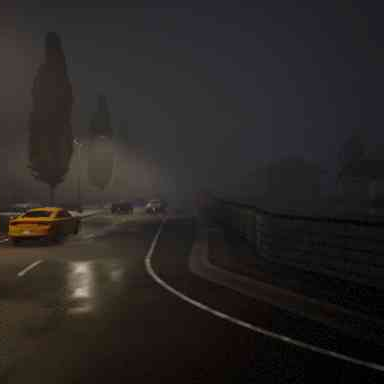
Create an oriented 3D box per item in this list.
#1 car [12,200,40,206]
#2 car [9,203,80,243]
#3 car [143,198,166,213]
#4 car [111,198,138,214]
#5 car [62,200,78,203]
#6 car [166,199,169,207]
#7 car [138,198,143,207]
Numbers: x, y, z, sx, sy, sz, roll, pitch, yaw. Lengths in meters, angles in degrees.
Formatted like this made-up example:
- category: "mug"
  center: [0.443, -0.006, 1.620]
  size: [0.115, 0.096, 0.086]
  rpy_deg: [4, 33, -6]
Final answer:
- category: "car"
  center: [-19.487, 1.627, 39.270]
  size: [1.812, 1.442, 4.674]
  rpy_deg: [0, 0, -2]
- category: "car"
  center: [-6.969, 1.521, 16.276]
  size: [1.882, 1.535, 5.008]
  rpy_deg: [0, 0, -3]
- category: "car"
  center: [-4.332, 1.639, 39.164]
  size: [1.812, 1.442, 4.674]
  rpy_deg: [0, 0, -2]
- category: "car"
  center: [-7.766, 1.595, 37.268]
  size: [2.128, 1.511, 4.902]
  rpy_deg: [0, 0, -2]
- category: "car"
  center: [-16.092, 1.743, 43.365]
  size: [1.895, 1.301, 4.718]
  rpy_deg: [0, 0, -2]
- category: "car"
  center: [-4.940, 1.686, 55.635]
  size: [1.812, 1.442, 4.674]
  rpy_deg: [0, 0, -2]
- category: "car"
  center: [-8.305, 1.625, 52.145]
  size: [1.882, 1.535, 5.008]
  rpy_deg: [0, 0, -2]
